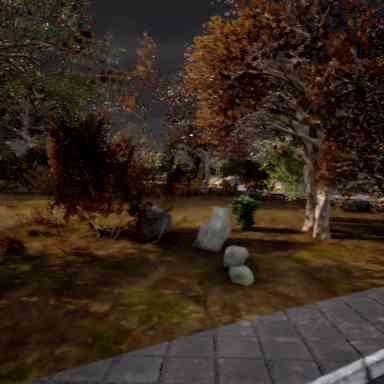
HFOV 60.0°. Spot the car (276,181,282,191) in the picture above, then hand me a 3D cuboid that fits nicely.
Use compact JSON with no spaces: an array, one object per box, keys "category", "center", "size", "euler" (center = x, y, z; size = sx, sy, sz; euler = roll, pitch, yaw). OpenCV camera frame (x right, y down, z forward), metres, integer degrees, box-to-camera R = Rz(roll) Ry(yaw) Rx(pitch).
[{"category":"car","center":[14.645,-0.799,50.040],"size":[1.946,1.575,5.366],"euler":[6,4,43]}]

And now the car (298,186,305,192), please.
[{"category":"car","center":[16.561,-0.832,48.010],"size":[2.435,2.045,5.566],"euler":[6,4,43]}]

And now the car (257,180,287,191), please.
[{"category":"car","center":[12.512,-1.008,51.813],"size":[2.231,1.521,4.892],"euler":[6,4,43]}]

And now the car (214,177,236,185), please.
[{"category":"car","center":[7.484,-2.463,74.580],"size":[2.097,1.535,5.008],"euler":[5,4,43]}]

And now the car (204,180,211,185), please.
[{"category":"car","center":[4.596,-1.859,59.552],"size":[1.946,1.575,5.366],"euler":[6,4,43]}]

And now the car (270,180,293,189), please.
[{"category":"car","center":[17.486,-1.426,65.067],"size":[2.163,1.488,4.792],"euler":[6,4,43]}]

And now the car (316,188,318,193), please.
[{"category":"car","center":[18.542,-0.368,46.104],"size":[2.097,1.535,5.008],"euler":[6,4,43]}]

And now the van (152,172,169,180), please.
[{"category":"van","center":[-8.576,-4.211,89.935],"size":[1.878,1.987,4.442],"euler":[5,4,43]}]

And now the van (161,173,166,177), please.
[{"category":"van","center":[-3.480,-2.861,67.101],"size":[1.878,1.987,4.442],"euler":[5,4,43]}]

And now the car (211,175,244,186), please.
[{"category":"car","center":[6.262,-1.660,57.465],"size":[1.946,1.575,5.366],"euler":[6,4,43]}]

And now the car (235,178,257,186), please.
[{"category":"car","center":[11.511,-2.046,70.801],"size":[2.163,1.488,4.792],"euler":[6,4,43]}]

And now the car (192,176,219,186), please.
[{"category":"car","center":[2.459,-2.056,61.311],"size":[2.231,1.521,4.892],"euler":[6,4,43]}]

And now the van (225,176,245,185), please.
[{"category":"van","center":[9.436,-2.494,72.576],"size":[1.878,1.987,4.442],"euler":[6,4,43]}]

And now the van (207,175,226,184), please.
[{"category":"van","center":[5.565,-2.877,76.549],"size":[1.878,1.987,4.442],"euler":[5,4,43]}]
